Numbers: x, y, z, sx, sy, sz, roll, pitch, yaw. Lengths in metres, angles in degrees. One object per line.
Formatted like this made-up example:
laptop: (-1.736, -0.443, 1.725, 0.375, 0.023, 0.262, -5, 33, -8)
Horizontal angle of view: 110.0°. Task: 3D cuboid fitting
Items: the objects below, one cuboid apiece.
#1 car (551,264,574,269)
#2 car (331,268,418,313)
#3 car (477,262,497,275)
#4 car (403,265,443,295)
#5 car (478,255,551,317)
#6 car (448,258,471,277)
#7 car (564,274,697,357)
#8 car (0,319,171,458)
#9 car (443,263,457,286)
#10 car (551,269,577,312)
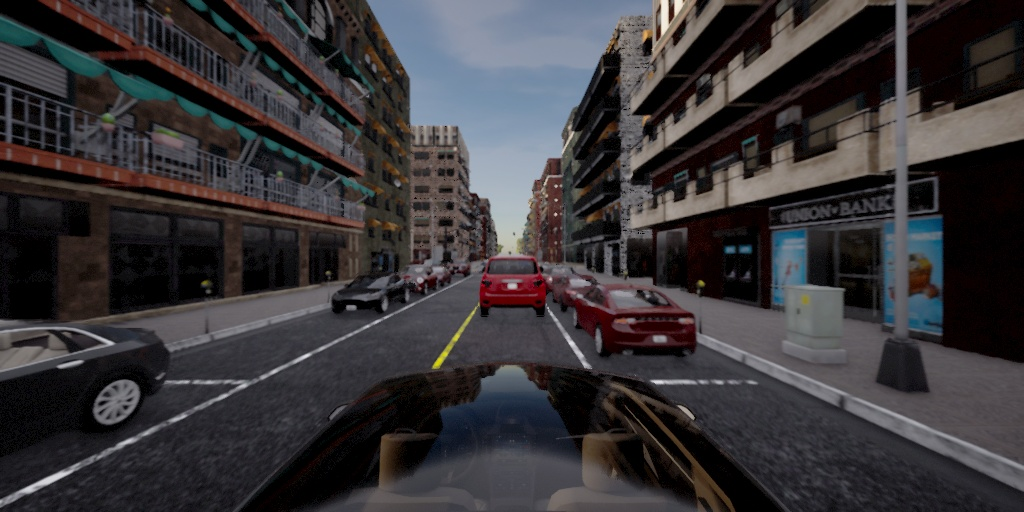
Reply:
car: (2.562, 1.221, 19.639, 1.967, 1.591, 4.097, 0, 0, 0)
car: (-5.317, 1.338, 14.043, 1.948, 1.339, 4.313, 0, 0, 0)
car: (-2.798, 1.416, 41.001, 1.895, 1.301, 4.718, 0, 0, 1)
car: (-5.318, 1.221, 19.638, 1.967, 1.591, 4.097, 0, 0, 0)
car: (0.034, 0.994, 13.495, 2.150, 2.045, 5.566, 0, 0, 0)
car: (-5.321, 1.123, 36.421, 2.192, 1.841, 5.009, 0, 0, 0)
car: (2.564, 1.307, 8.451, 1.888, 1.381, 4.507, 0, 0, 0)
car: (-5.315, 1.303, 2.855, 2.007, 1.370, 4.403, 0, 0, 0)
car: (-5.319, 1.373, 25.232, 1.802, 1.307, 4.207, 0, 0, 0)
car: (2.563, 1.354, 14.045, 1.802, 1.307, 4.207, 0, 0, 0)
